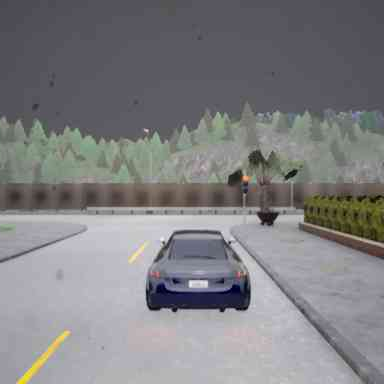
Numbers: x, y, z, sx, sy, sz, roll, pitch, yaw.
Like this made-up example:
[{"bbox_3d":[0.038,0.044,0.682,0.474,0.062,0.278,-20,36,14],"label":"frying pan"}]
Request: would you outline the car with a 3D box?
[{"bbox_3d":[0.117,1.560,7.755,1.994,1.385,4.181,0,0,0],"label":"car"}]
